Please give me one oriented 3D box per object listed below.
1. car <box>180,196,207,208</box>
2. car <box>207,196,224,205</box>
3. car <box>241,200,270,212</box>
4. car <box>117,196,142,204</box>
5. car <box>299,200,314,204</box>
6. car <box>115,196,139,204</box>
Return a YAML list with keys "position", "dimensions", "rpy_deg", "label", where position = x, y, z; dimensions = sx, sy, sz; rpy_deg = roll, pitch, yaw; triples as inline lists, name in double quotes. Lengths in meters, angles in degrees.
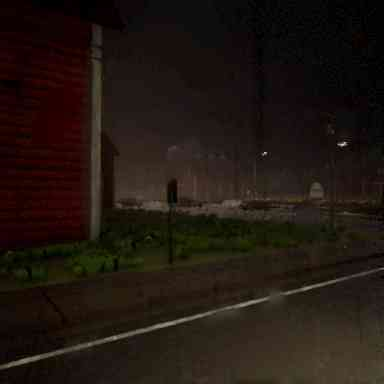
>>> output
- position: [-0.031, 1.615, 54.125]
  dimensions: [3.866, 1.878, 1.905]
  rpy_deg: [1, 0, -36]
  label: "car"
- position: [4.648, 1.739, 70.175]
  dimensions: [4.605, 1.855, 1.932]
  rpy_deg: [1, 0, -36]
  label: "car"
- position: [8.387, 1.815, 43.579]
  dimensions: [4.193, 1.474, 1.816]
  rpy_deg: [1, 0, -36]
  label: "car"
- position: [-9.955, 1.722, 54.787]
  dimensions: [2.128, 1.511, 4.902]
  rpy_deg: [1, -1, -36]
  label: "car"
- position: [18.065, 1.953, 52.138]
  dimensions: [3.905, 1.438, 1.784]
  rpy_deg: [1, 0, -36]
  label: "car"
- position: [-14.326, 1.780, 73.659]
  dimensions: [4.611, 1.667, 2.242]
  rpy_deg: [1, 0, -36]
  label: "car"
